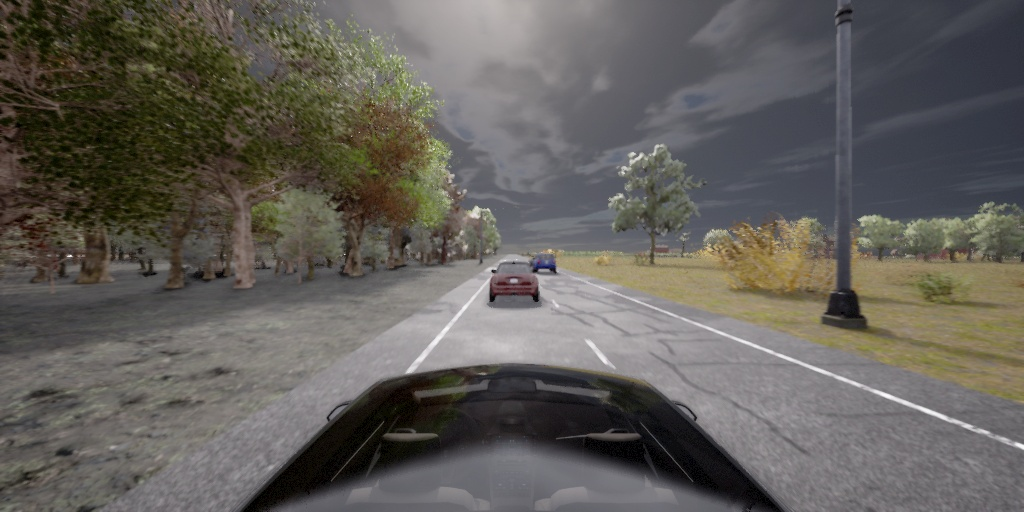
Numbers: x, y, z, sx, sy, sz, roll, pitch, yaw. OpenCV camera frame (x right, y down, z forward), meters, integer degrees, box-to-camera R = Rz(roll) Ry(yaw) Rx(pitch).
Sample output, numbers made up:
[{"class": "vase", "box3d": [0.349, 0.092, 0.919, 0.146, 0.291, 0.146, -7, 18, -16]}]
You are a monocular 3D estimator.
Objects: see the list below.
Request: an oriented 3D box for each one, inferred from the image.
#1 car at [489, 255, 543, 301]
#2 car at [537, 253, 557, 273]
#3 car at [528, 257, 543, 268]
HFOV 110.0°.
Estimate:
[{"class": "car", "box3d": [0.082, 1.007, 16.753, 2.097, 1.767, 4.553, 0, 0, 0]}, {"class": "car", "box3d": [3.457, 0.725, 38.247, 2.150, 2.045, 5.566, 0, 1, 0]}, {"class": "car", "box3d": [3.475, 0.902, 53.590, 1.837, 1.490, 4.892, 0, 1, 0]}]
